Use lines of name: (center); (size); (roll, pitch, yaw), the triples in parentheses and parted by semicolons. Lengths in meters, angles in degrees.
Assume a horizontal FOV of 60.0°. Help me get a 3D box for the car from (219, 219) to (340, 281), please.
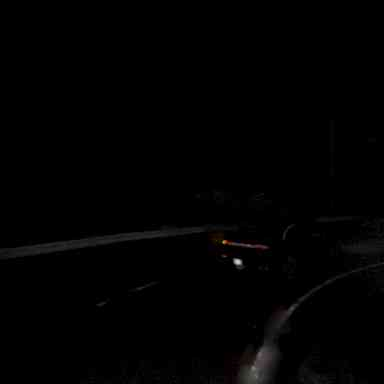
car: (2.882, 1.590, 10.258); (2.128, 1.511, 4.902); (-1, -1, 45)
